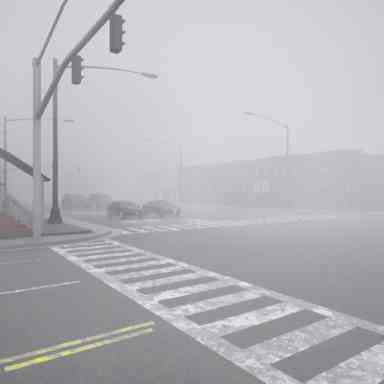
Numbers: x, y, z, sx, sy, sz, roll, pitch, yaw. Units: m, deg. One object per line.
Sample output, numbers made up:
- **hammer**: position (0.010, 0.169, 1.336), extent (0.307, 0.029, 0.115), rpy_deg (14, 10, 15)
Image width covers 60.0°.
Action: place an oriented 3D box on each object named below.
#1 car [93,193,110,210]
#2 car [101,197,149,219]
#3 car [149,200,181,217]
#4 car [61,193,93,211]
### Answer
- **car**: position (-11.865, 1.214, 43.476), extent (2.150, 2.045, 5.566), rpy_deg (0, 1, -35)
- **car**: position (-5.940, 1.505, 29.151), extent (1.837, 1.490, 4.892), rpy_deg (0, 0, -36)
- **car**: position (-2.913, 1.491, 30.948), extent (2.128, 1.511, 4.902), rpy_deg (0, 0, -35)
- **car**: position (-14.519, 1.219, 41.174), extent (2.150, 2.045, 5.566), rpy_deg (0, 0, -35)
